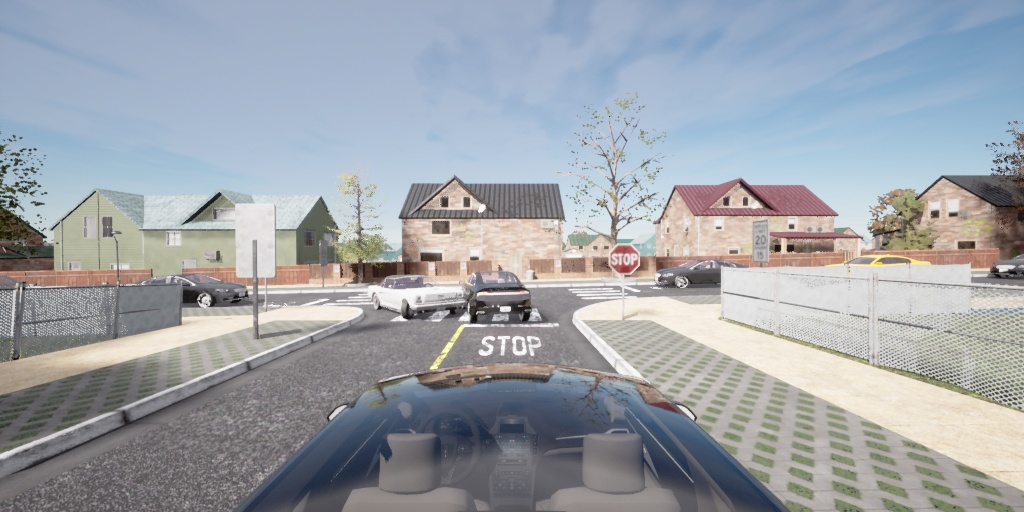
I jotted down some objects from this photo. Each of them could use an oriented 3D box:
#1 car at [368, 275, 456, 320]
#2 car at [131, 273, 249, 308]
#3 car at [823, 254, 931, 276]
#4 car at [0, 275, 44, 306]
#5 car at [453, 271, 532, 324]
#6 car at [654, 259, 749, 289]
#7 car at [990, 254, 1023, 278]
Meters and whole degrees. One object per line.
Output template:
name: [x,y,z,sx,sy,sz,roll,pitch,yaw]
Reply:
car: [-3.602,1.368,13.022,1.895,1.301,4.718,0,0,-38]
car: [-14.902,1.566,16.518,4.902,1.511,2.128,-1,1,0]
car: [19.761,0.690,19.607,5.008,1.535,1.882,-1,1,-1]
car: [-24.239,1.648,16.477,4.553,1.767,2.097,-1,1,0]
car: [-0.685,1.242,12.162,2.128,1.511,4.902,0,0,-12]
car: [10.331,0.925,19.570,4.902,1.511,2.128,-1,1,0]
car: [29.386,0.477,19.643,4.902,1.511,2.128,-1,1,0]
